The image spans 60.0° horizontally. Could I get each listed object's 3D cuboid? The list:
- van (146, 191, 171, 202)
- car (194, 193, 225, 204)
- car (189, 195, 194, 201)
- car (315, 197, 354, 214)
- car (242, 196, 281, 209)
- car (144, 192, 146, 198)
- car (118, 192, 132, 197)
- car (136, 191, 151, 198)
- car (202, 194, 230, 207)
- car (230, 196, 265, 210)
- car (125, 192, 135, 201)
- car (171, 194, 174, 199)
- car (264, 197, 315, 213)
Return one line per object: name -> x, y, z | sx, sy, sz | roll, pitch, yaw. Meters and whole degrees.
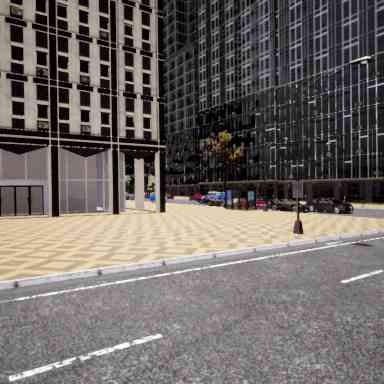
van -> -5.892, 0.936, 58.332 | 1.690, 1.788, 3.998 | 0, 1, -35
car -> 2.813, 1.261, 50.280 | 1.895, 1.301, 4.718 | -1, 1, -35
car -> 1.007, 1.042, 63.091 | 1.802, 1.307, 4.206 | -1, 1, -35
car -> 13.997, 1.344, 34.046 | 1.837, 1.490, 4.892 | -1, 1, -35
car -> 8.650, 1.258, 41.801 | 1.837, 1.490, 4.892 | -1, 1, -34
car -> -8.674, 0.613, 77.124 | 2.192, 1.841, 5.009 | 0, 1, -35
car -> -18.355, 0.687, 91.162 | 2.008, 1.369, 4.403 | 0, 1, -35
car -> -11.901, 0.685, 81.804 | 1.967, 1.590, 4.097 | 0, 1, -35
car -> 3.744, 1.318, 44.270 | 1.947, 1.339, 4.313 | -1, 1, -35
car -> 6.923, 1.387, 39.559 | 1.802, 1.307, 4.206 | -1, 1, -35
car -> -12.346, 1.038, 67.692 | 2.008, 1.369, 4.403 | 0, 1, -35
car -> -5.447, 0.934, 72.449 | 1.802, 1.307, 4.206 | 0, 1, -35
car -> 10.136, 1.423, 34.868 | 1.947, 1.339, 4.313 | -1, 1, -35
